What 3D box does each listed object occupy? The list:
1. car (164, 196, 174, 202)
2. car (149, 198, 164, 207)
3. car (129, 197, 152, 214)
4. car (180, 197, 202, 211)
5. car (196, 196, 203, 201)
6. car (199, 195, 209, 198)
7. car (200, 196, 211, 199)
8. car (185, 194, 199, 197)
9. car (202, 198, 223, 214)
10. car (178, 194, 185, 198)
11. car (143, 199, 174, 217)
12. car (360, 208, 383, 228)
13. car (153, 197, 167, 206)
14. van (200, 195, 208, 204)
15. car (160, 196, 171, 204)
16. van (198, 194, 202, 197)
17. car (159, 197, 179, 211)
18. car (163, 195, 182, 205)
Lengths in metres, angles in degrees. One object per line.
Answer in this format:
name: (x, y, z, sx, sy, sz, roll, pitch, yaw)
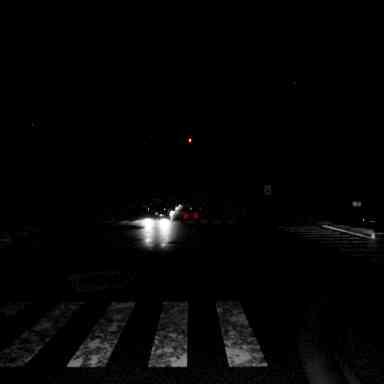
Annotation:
car: (-5.510, 1.708, 80.193, 2.008, 1.369, 4.403, 0, 0, 0)
car: (-5.587, 1.662, 52.639, 1.802, 1.307, 4.206, 0, 0, 0)
car: (-5.633, 1.487, 36.108, 1.967, 1.590, 4.097, 0, 0, 0)
car: (-0.127, 1.656, 40.807, 1.895, 1.301, 4.718, 0, 0, 0)
car: (2.132, 1.714, 90.054, 1.812, 1.442, 4.674, 0, 0, 0)
car: (2.438, 1.646, 52.617, 1.947, 1.339, 4.313, 0, 0, 0)
car: (2.423, 1.649, 47.107, 1.802, 1.307, 4.206, 0, 0, 0)
car: (-0.057, 1.610, 67.111, 2.128, 1.511, 4.902, 0, 0, 0)
car: (2.392, 1.612, 36.084, 1.947, 1.339, 4.313, 0, 0, 0)
car: (-2.975, 1.595, 62.006, 2.128, 1.511, 4.902, 0, 0, 1)
car: (-3.126, 1.640, 31.986, 1.895, 1.301, 4.718, 0, 0, 1)
car: (13.053, 1.461, 20.587, 4.892, 1.490, 1.837, 0, 0, 0)
car: (-5.572, 1.644, 58.150, 2.008, 1.369, 4.403, 0, 0, 0)
van: (2.484, 1.465, 69.150, 1.690, 1.788, 3.998, 0, 0, 0)
car: (-5.541, 1.564, 69.172, 1.967, 1.590, 4.097, 0, 0, 0)
van: (2.453, 1.434, 58.128, 1.690, 1.788, 3.998, 0, 0, 0)
car: (-3.075, 1.621, 41.941, 1.994, 1.385, 4.181, 0, 0, 1)
car: (-3.047, 1.642, 51.926, 1.994, 1.385, 4.181, 0, 0, 0)
